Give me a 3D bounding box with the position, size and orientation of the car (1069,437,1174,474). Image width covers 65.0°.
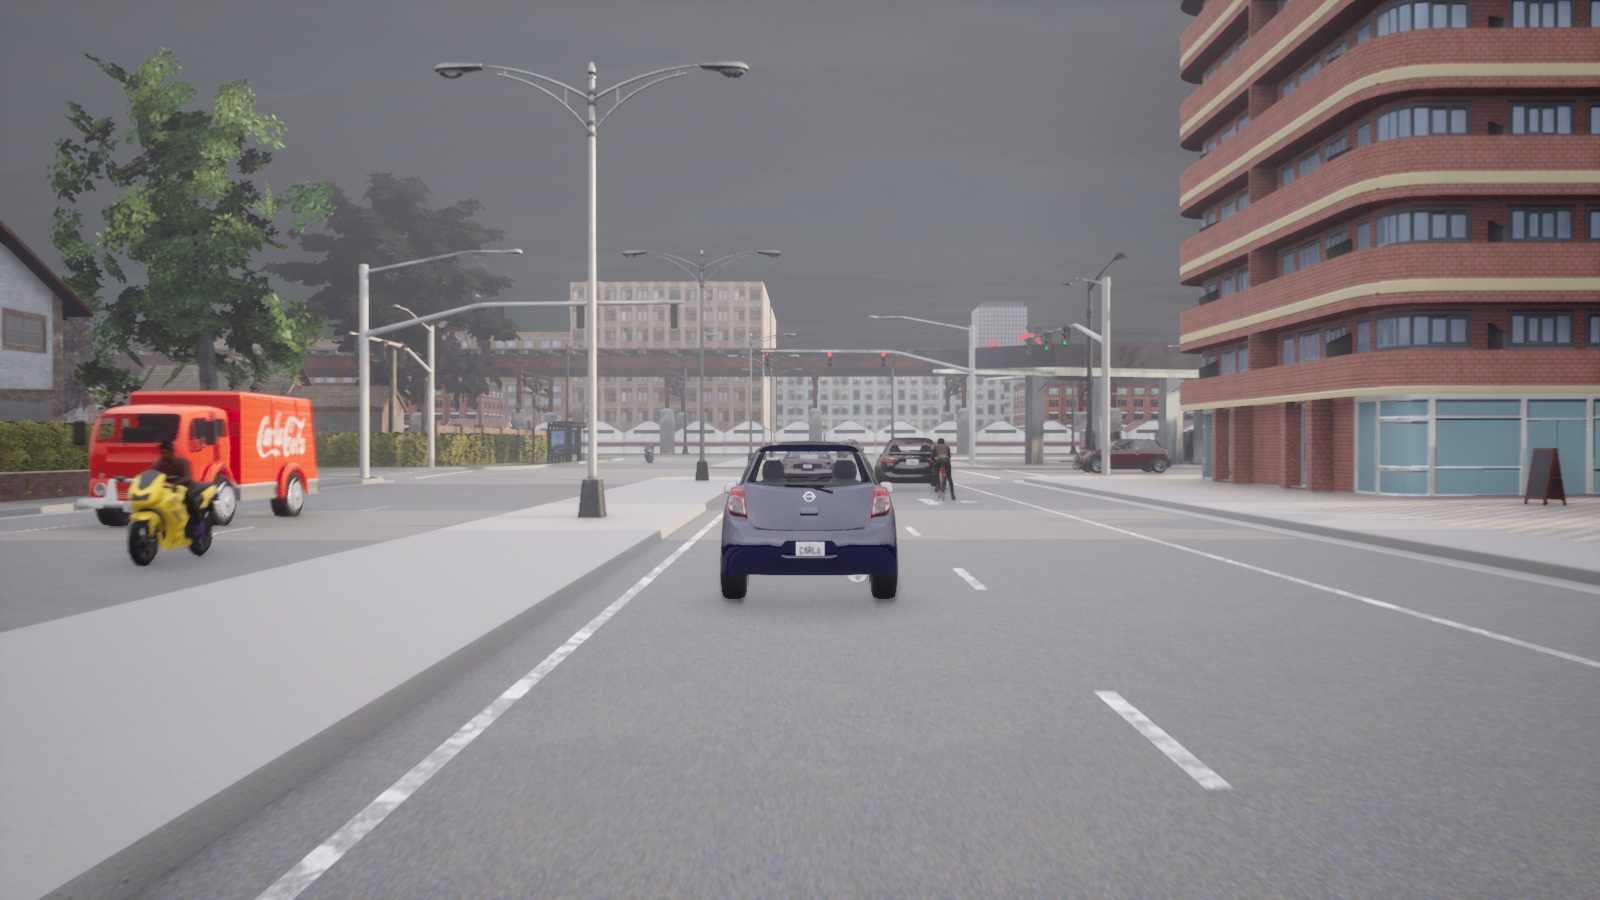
[{"bbox_3d":[15.711,0.264,61.486,4.553,1.767,2.097,0,0,-1],"label":"car"}]

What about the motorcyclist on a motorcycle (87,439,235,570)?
[{"bbox_3d":[-7.896,0.632,15.631,0.797,1.523,2.044,0,0,0],"label":"motorcyclist on a motorcycle"}]

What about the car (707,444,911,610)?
[{"bbox_3d":[0.090,0.685,13.141,1.845,1.501,3.633,0,0,0],"label":"car"}]

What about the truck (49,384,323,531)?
[{"bbox_3d":[-11.349,0.114,23.803,2.627,2.467,5.204,0,0,0],"label":"truck"}]

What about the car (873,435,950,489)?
[{"bbox_3d":[3.592,0.357,41.172,2.242,1.667,4.611,0,0,2],"label":"car"}]
